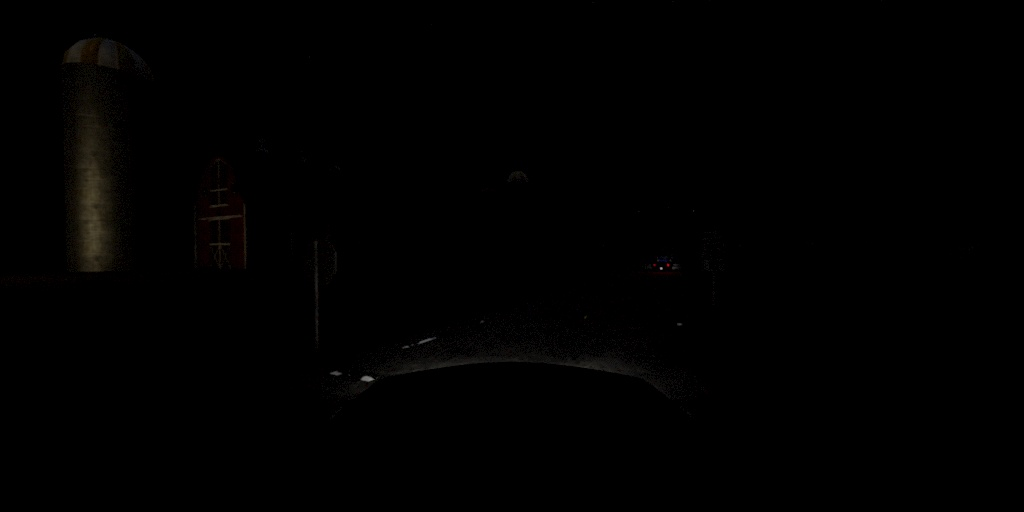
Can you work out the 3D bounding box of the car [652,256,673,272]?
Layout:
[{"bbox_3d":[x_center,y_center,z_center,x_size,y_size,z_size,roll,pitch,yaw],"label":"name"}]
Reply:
[{"bbox_3d":[15.999,0.919,38.182,1.895,1.301,4.718,0,1,25],"label":"car"}]
